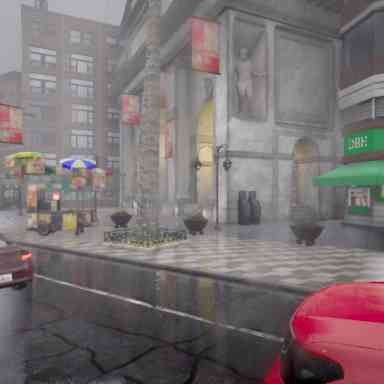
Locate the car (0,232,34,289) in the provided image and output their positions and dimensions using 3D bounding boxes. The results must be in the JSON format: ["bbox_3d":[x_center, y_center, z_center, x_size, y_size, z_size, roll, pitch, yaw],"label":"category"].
[{"bbox_3d":[-5.544,1.526,7.821,4.674,1.442,1.812,0,0,35],"label":"car"}]

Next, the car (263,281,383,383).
[{"bbox_3d":[3.178,1.222,1.621,5.566,2.045,2.150,0,0,36],"label":"car"}]
